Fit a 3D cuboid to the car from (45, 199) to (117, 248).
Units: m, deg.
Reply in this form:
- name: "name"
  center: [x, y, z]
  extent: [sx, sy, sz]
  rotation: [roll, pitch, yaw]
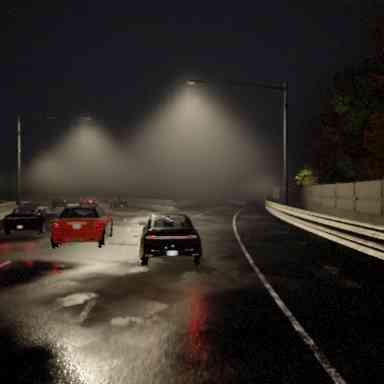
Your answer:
- name: "car"
  center: [-4.811, 1.365, 15.125]
  extent: [2.097, 1.767, 4.553]
  rotation: [0, 0, -8]

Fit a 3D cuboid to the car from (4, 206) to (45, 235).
- name: "car"
  center: [-9.007, 1.517, 18.955]
  extent: [2.128, 1.511, 4.902]
  rotation: [0, 0, -10]

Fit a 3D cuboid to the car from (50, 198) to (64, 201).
- name: "car"
  center: [-19.387, 1.545, 48.412]
  extent: [2.128, 1.511, 4.902]
  rotation: [0, 0, -27]

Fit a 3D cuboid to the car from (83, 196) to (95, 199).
- name: "car"
  center: [-14.425, 1.392, 46.283]
  extent: [2.097, 1.767, 4.553]
  rotation: [0, 0, -25]

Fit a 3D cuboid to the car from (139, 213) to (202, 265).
- name: "car"
  center: [-0.828, 1.494, 11.702]
  extent: [2.128, 1.511, 4.902]
  rotation: [0, 0, -7]

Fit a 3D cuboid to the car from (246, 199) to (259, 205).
- name: "car"
  center: [13.543, 2.212, 75.893]
  extent: [1.994, 1.385, 4.181]
  rotation: [0, -3, 16]

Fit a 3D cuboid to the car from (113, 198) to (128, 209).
- name: "car"
  center: [-9.974, 1.533, 45.037]
  extent: [1.837, 1.490, 4.892]
  rotation: [0, 0, -23]
